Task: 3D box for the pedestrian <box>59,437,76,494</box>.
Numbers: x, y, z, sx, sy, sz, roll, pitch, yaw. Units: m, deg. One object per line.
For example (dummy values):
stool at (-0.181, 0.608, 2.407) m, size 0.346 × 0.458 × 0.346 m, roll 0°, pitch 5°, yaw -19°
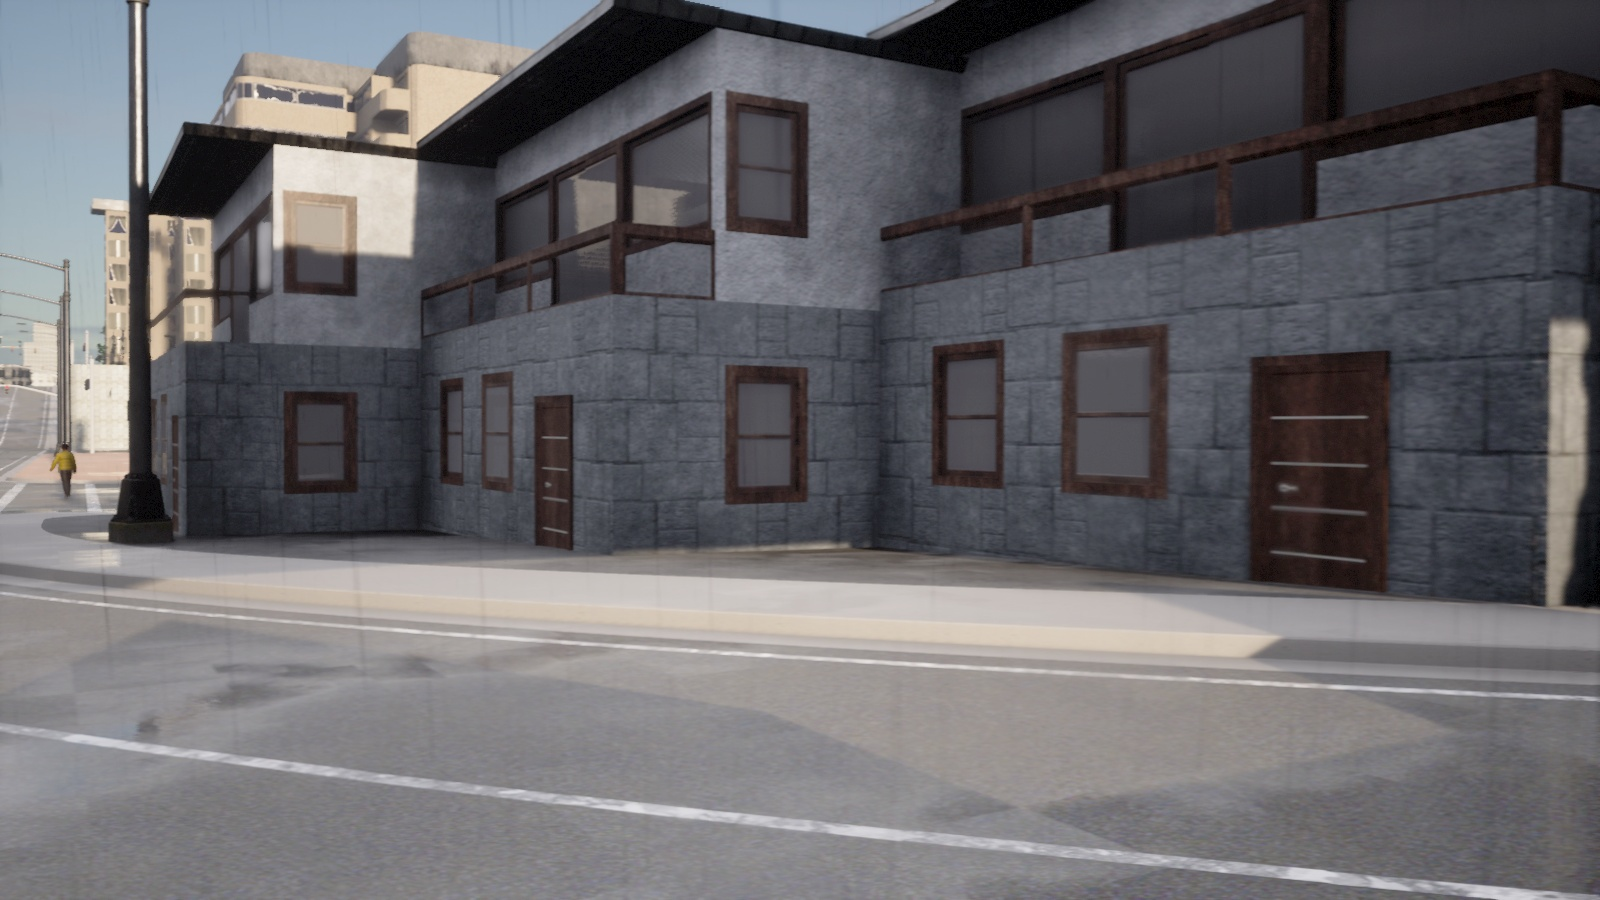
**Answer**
pedestrian at (-24.364, 0.508, 41.752) m, size 0.431 × 1.840 × 0.709 m, roll 0°, pitch 1°, yaw -35°
